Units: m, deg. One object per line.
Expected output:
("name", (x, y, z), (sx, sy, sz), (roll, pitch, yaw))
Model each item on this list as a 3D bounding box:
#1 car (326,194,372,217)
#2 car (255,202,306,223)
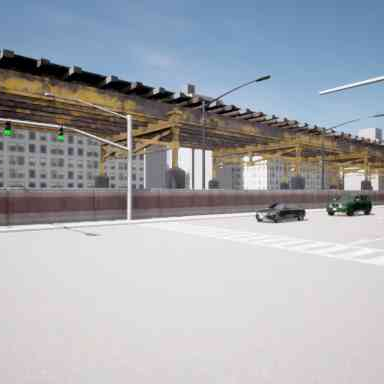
("car", (15.182, 1.221, 31.956), (5.566, 2.045, 2.150), (0, 0, -38))
("car", (6.896, 1.526, 25.572), (4.674, 1.442, 1.812), (0, 0, -38))
